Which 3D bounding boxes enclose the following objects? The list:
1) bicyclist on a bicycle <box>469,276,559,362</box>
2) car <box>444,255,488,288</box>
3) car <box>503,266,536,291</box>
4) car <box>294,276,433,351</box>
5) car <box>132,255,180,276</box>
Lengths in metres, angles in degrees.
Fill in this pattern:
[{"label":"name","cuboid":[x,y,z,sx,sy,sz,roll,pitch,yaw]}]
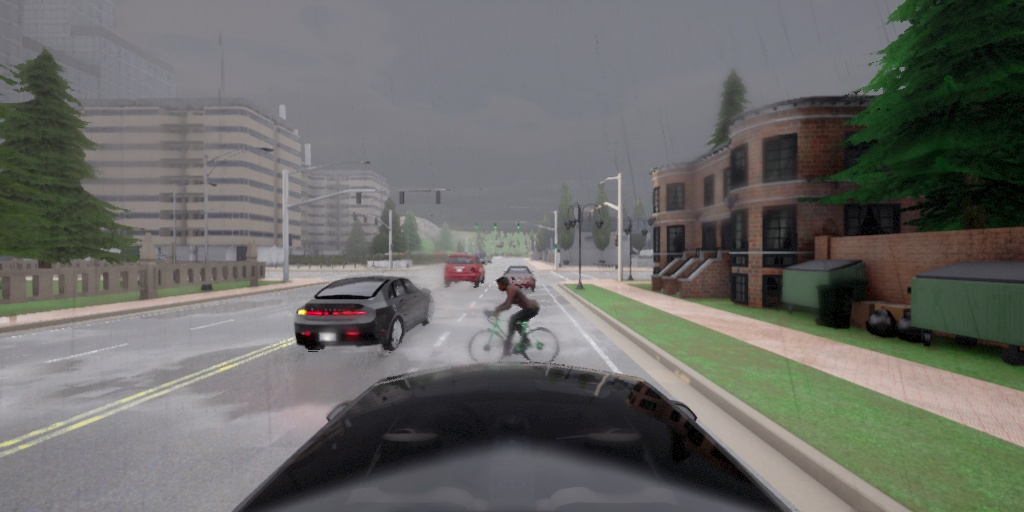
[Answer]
[{"label":"bicyclist on a bicycle","cuboid":[0.019,1.190,6.477,1.656,1.620,0.582,-2,0,1]},{"label":"car","cuboid":[-3.077,0.940,23.951,2.150,2.045,5.566,0,0,1]},{"label":"car","cuboid":[0.386,1.286,21.623,1.994,1.385,4.181,0,0,1]},{"label":"car","cuboid":[-3.305,1.243,8.938,1.837,1.490,4.892,0,0,1]},{"label":"car","cuboid":[-34.349,0.922,35.042,5.566,2.045,2.150,0,0,1]}]
